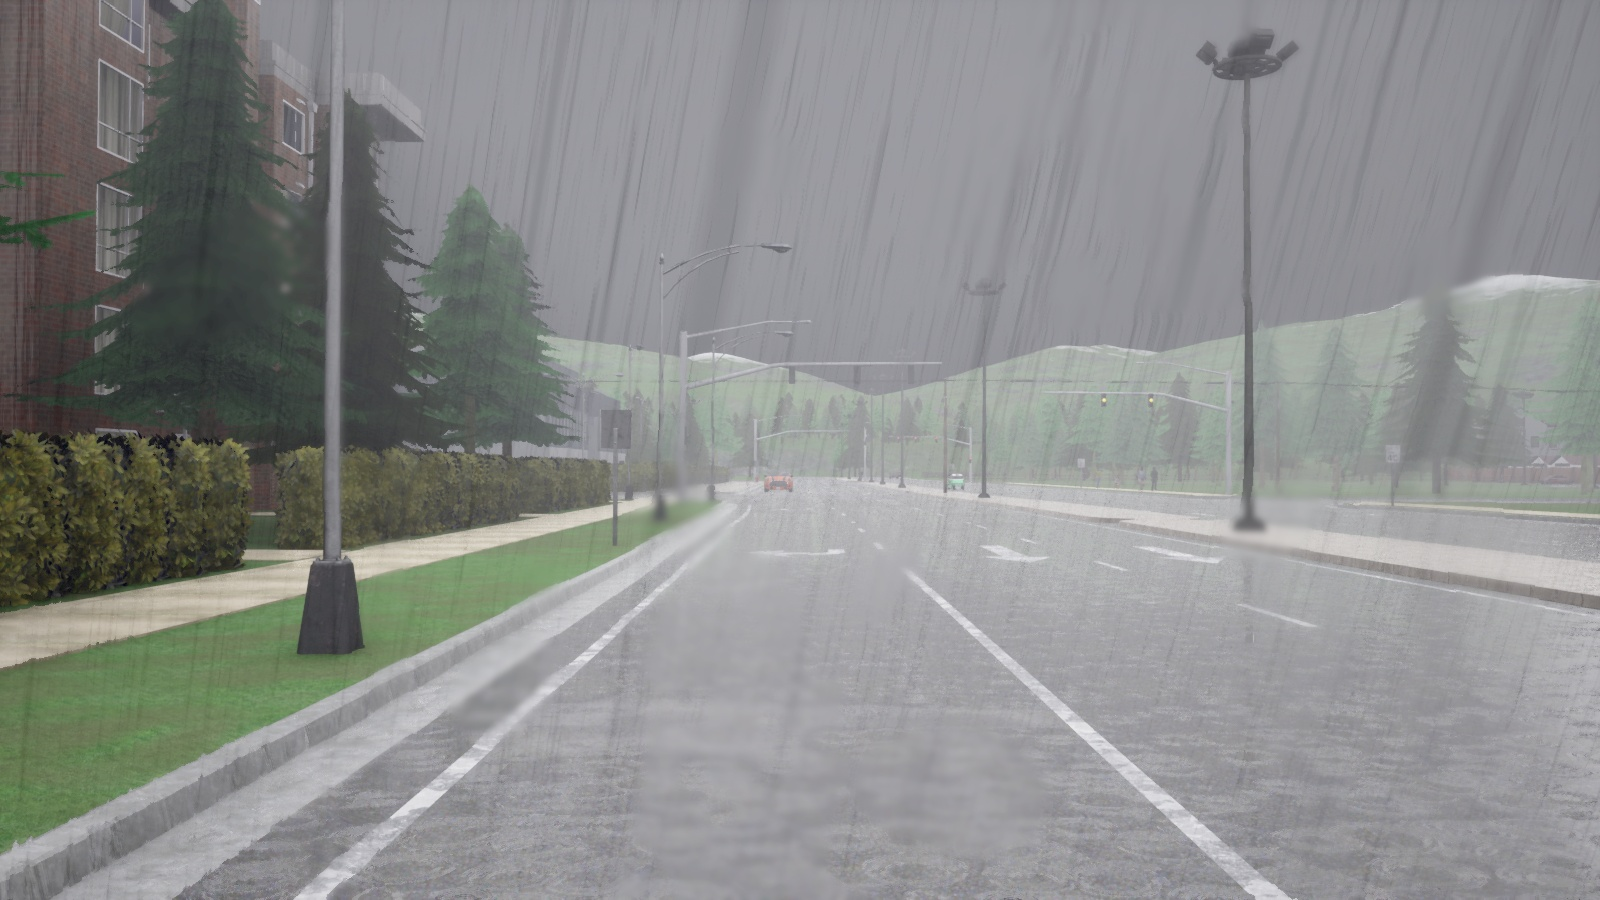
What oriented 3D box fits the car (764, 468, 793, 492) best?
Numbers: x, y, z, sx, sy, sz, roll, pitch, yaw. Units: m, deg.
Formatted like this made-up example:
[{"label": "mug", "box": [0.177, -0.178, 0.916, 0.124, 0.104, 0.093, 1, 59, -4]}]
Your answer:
[{"label": "car", "box": [-1.571, 2.254, 94.034, 2.097, 1.767, 4.553, 0, -1, 0]}]
